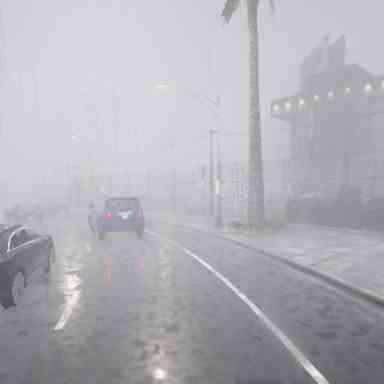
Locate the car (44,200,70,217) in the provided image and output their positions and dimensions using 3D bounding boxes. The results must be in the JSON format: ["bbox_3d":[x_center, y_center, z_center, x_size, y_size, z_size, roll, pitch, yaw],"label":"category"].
[{"bbox_3d":[-13.001,1.510,31.067,1.837,1.490,4.892,0,0,-40],"label":"car"}]

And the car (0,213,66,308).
[{"bbox_3d":[-4.560,1.499,7.737,2.128,1.511,4.902,0,0,-11],"label":"car"}]

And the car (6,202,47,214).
[{"bbox_3d":[-13.152,1.616,25.932,1.895,1.301,4.718,0,0,-39],"label":"car"}]

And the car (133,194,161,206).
[{"bbox_3d":[-7.082,1.193,52.044,2.185,1.767,4.553,0,0,-43],"label":"car"}]

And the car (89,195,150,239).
[{"bbox_3d":[-4.094,1.211,17.622,2.150,2.045,5.566,0,0,-23],"label":"car"}]

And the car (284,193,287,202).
[{"bbox_3d":[12.719,1.273,47.685,2.002,1.452,4.674,0,0,-43],"label":"car"}]
